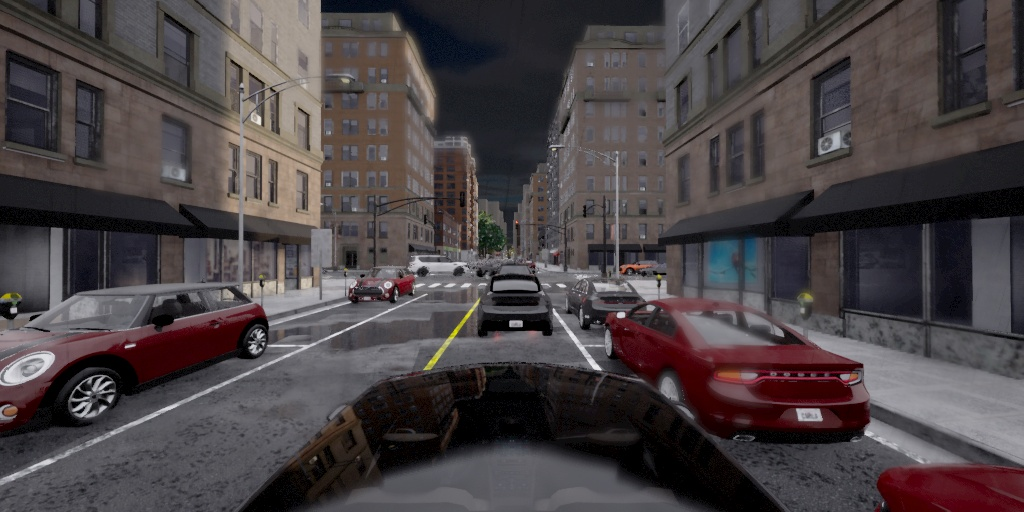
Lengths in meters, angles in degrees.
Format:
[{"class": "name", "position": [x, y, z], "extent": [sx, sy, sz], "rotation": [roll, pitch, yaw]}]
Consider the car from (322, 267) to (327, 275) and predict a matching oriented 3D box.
[{"class": "car", "position": [-18.148, 0.867, 29.219], "extent": [5.566, 2.045, 2.150], "rotation": [0, 0, -1]}]

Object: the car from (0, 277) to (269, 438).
[{"class": "car", "position": [-5.851, 1.190, 5.464], "extent": [1.967, 1.591, 4.097], "rotation": [0, 0, 0]}]

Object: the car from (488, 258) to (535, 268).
[{"class": "car", "position": [0.123, 1.108, 17.788], "extent": [2.097, 1.767, 4.553], "rotation": [0, 0, 0]}]

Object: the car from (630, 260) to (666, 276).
[{"class": "car", "position": [15.195, 1.394, 36.062], "extent": [5.357, 1.411, 2.033], "rotation": [0, 0, 0]}]

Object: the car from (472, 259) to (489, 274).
[{"class": "car", "position": [-0.428, 1.197, 29.297], "extent": [5.008, 1.535, 1.882], "rotation": [0, 0, 0]}]

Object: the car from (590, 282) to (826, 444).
[{"class": "car", "position": [2.676, 1.296, 5.457], "extent": [1.888, 1.381, 4.507], "rotation": [0, 0, 0]}]

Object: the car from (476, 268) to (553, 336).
[{"class": "car", "position": [0.058, 1.257, 10.374], "extent": [1.837, 1.490, 4.892], "rotation": [0, 0, -1]}]

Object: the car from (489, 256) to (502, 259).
[{"class": "car", "position": [-3.162, 1.159, 60.798], "extent": [2.097, 1.767, 4.553], "rotation": [0, 0, 0]}]

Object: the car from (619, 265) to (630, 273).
[{"class": "car", "position": [14.030, 1.221, 39.324], "extent": [4.553, 1.767, 2.097], "rotation": [0, 0, 0]}]

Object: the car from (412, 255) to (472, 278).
[{"class": "car", "position": [-6.928, 0.958, 34.009], "extent": [5.566, 2.045, 2.150], "rotation": [0, 0, -18]}]

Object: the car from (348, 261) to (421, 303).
[{"class": "car", "position": [-5.832, 1.195, 16.451], "extent": [1.967, 1.591, 4.097], "rotation": [0, 0, 0]}]

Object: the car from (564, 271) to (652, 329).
[{"class": "car", "position": [2.685, 1.303, 10.949], "extent": [2.007, 1.370, 4.403], "rotation": [0, 0, 0]}]
